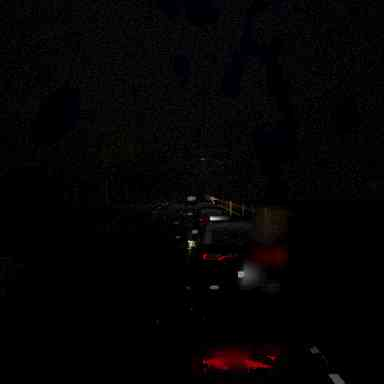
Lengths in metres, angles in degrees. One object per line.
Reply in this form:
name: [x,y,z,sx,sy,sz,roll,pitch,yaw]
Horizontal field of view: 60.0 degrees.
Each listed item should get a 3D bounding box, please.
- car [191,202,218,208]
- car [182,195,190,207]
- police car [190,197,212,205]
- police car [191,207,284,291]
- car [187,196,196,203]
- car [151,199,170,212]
car: [1.004,1.537,19.079,1.812,1.442,4.674,0,0,0]
car: [-0.060,1.503,50.942,2.128,1.511,4.902,0,0,0]
police car: [0.989,1.437,25.194,1.930,1.638,5.238,0,0,0]
police car: [1.027,1.432,9.182,1.930,1.638,5.238,0,0,0]
car: [-0.166,1.595,69.576,1.895,1.301,4.718,0,0,0]
car: [-3.694,1.579,39.516,1.994,1.385,4.181,0,0,0]
